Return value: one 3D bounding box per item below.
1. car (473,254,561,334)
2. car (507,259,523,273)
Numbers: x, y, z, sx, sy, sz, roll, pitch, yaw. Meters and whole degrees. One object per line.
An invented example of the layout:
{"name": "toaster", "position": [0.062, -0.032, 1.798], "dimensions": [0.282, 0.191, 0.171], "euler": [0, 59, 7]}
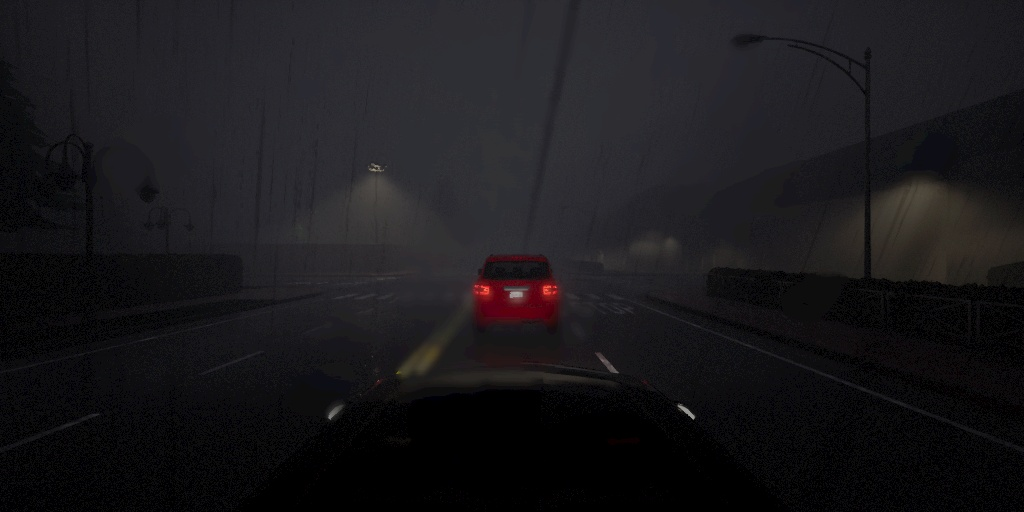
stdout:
{"name": "car", "position": [0.124, 0.971, 10.785], "dimensions": [2.150, 2.045, 5.566], "euler": [0, 0, 0]}
{"name": "car", "position": [0.367, 1.227, 45.637], "dimensions": [1.882, 1.535, 5.008], "euler": [0, 0, 1]}
